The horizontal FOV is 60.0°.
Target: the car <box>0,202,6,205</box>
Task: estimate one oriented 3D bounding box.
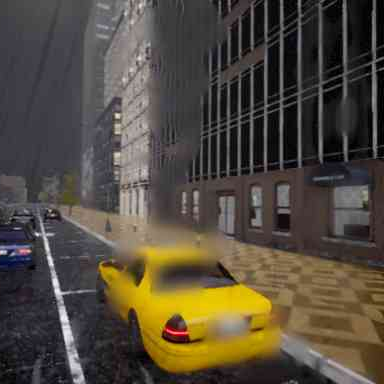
[{"bbox_3d":[-38.200,3.066,65.547,1.967,1.590,4.097,2,-2,-25],"label":"car"}]

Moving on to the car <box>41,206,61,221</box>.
[{"bbox_3d":[-16.083,2.612,38.195,1.947,1.339,4.313,2,-2,-25],"label":"car"}]

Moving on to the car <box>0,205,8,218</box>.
[{"bbox_3d":[-21.244,2.400,35.694,1.837,1.490,4.892,2,-2,-25],"label":"car"}]

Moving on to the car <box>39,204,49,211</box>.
[{"bbox_3d":[-33.107,3.508,74.396,1.752,1.417,4.829,2,-2,-25],"label":"car"}]

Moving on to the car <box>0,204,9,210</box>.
[{"bbox_3d":[-43.047,3.456,75.843,1.947,1.339,4.313,2,-2,-25],"label":"car"}]

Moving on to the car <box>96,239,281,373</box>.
[{"bbox_3d":[-0.603,1.671,6.360,1.801,1.575,5.366,2,-2,-25],"label":"car"}]

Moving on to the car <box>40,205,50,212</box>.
[{"bbox_3d":[-30.614,3.428,69.090,1.802,1.307,4.206,2,-2,-25],"label":"car"}]

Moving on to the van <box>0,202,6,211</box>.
[{"bbox_3d":[-40.621,3.099,70.701,1.690,1.788,3.998,2,-2,-25],"label":"van"}]

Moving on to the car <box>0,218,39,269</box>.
[{"bbox_3d":[-6.591,1.864,11.923,2.033,1.411,5.357,2,-2,-25],"label":"car"}]

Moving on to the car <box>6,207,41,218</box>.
[{"bbox_3d":[-14.155,2.232,28.009,2.128,1.511,4.902,2,-2,-25],"label":"car"}]
